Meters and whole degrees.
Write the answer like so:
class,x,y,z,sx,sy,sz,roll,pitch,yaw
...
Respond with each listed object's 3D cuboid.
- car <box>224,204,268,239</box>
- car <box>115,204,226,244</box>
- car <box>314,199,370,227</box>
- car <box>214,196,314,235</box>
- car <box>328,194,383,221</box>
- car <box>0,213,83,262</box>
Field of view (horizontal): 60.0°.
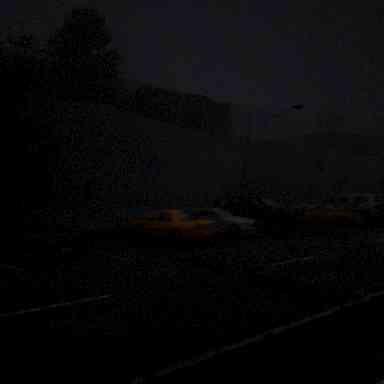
class,x,y,z,sx,sy,sz,roll,pitch,yaw
car,1.247,1.536,17.463,4.674,1.452,2.002,-1,-1,34
car,-1.353,1.498,15.816,5.366,1.575,1.946,-1,0,35
car,8.739,1.459,22.585,5.366,1.575,1.946,-1,-1,34
car,3.721,1.242,19.193,5.566,2.045,2.435,-1,-1,35
car,11.006,1.194,24.446,5.566,2.045,2.435,-1,0,35
car,-6.063,1.523,12.218,4.792,1.488,2.163,-1,-1,34
